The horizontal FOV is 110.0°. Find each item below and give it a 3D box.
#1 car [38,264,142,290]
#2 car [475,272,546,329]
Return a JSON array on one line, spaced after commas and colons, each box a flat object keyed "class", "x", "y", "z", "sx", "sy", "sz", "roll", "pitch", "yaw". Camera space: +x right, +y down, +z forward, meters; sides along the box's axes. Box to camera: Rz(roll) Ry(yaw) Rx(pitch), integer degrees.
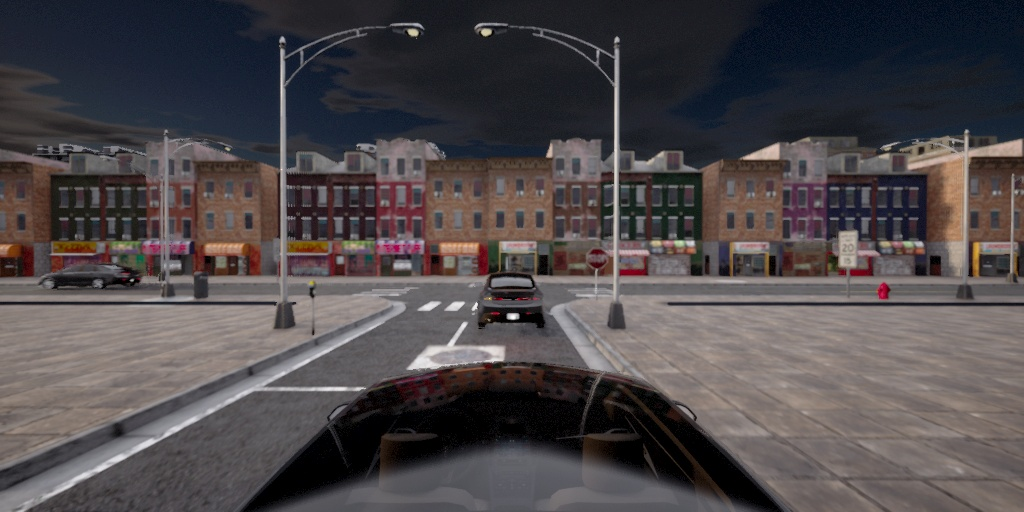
[{"class": "car", "x": -25.405, "y": 1.235, "z": 21.693, "sx": 4.892, "sy": 1.490, "sz": 1.837, "roll": 0, "pitch": 1, "yaw": 0}, {"class": "car", "x": -0.095, "y": 1.244, "z": 11.278, "sx": 1.837, "sy": 1.490, "sz": 4.892, "roll": 0, "pitch": 0, "yaw": -3}]
